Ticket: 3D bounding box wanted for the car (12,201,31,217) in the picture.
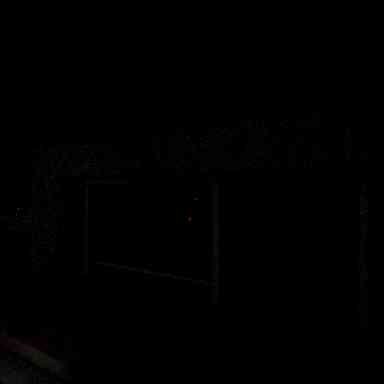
[{"bbox_3d":[-12.672,1.409,27.986,1.812,1.442,4.674,0,0,34],"label":"car"}]
